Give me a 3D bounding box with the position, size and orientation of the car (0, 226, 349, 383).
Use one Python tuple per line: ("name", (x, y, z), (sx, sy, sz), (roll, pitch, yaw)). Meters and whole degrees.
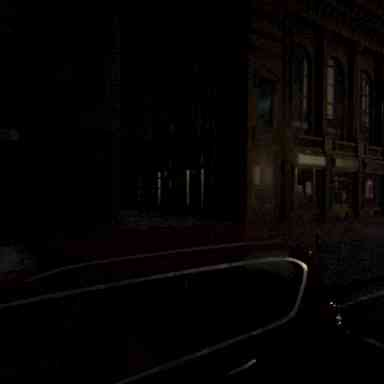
("car", (-0.961, 1.281, 2.316), (5.009, 1.841, 2.192), (0, 1, -34))
